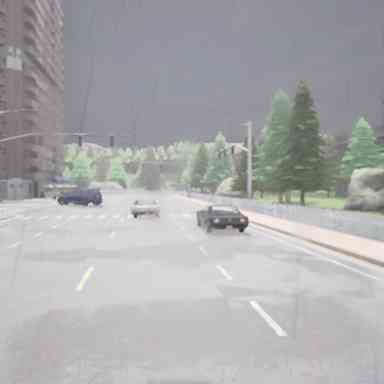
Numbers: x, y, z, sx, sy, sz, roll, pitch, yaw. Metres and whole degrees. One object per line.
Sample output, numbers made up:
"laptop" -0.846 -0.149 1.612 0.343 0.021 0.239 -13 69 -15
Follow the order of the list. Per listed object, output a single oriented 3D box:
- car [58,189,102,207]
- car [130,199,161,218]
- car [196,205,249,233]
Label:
"car" -13.181 0.643 39.192 5.566 2.045 2.150 0 0 27
"car" -3.678 1.187 25.560 1.895 1.301 4.718 0 1 -14
"car" 1.411 1.307 17.438 1.895 1.301 4.718 0 1 -8
